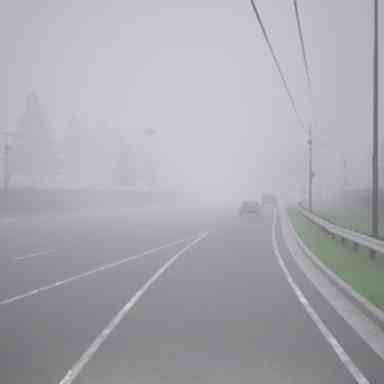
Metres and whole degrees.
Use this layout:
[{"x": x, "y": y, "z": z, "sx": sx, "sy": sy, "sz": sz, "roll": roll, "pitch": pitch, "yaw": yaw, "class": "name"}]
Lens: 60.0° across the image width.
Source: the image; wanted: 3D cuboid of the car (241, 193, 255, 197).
[{"x": 15.548, "y": 1.587, "z": 90.275, "sx": 1.895, "sy": 1.301, "sz": 4.718, "roll": 0, "pitch": 0, "yaw": 21, "class": "car"}]

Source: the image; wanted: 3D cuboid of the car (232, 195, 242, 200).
[{"x": 12.275, "y": 1.502, "z": 91.516, "sx": 1.812, "sy": 1.442, "sz": 4.674, "roll": 0, "pitch": 0, "yaw": 21, "class": "car"}]

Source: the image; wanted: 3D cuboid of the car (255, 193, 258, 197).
[{"x": 18.799, "y": 1.557, "z": 88.979, "sx": 1.994, "sy": 1.385, "sz": 4.181, "roll": 0, "pitch": 0, "yaw": 21, "class": "car"}]

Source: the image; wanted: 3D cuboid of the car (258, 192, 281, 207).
[{"x": 12.309, "y": 1.233, "z": 52.612, "sx": 2.150, "sy": 2.045, "sz": 5.566, "roll": 0, "pitch": 0, "yaw": 21, "class": "car"}]

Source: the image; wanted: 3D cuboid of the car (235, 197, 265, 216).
[{"x": 5.784, "y": 1.547, "z": 32.835, "sx": 2.033, "sy": 1.411, "sz": 5.357, "roll": 0, "pitch": 0, "yaw": 15, "class": "car"}]

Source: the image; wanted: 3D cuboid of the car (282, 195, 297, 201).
[{"x": 25.311, "y": 1.583, "z": 86.411, "sx": 1.994, "sy": 1.385, "sz": 4.181, "roll": 0, "pitch": 0, "yaw": 21, "class": "car"}]
